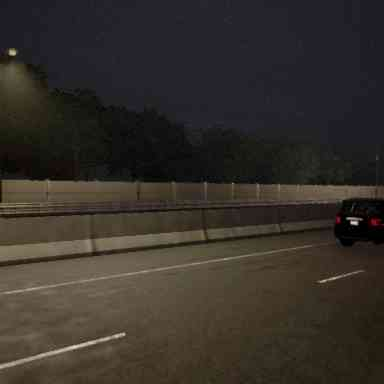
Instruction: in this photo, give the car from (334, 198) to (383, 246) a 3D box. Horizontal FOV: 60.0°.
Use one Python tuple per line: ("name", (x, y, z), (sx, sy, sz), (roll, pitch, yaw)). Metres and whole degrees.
("car", (8.294, 1.257, 14.084), (5.566, 2.045, 2.150), (0, 0, -35))
